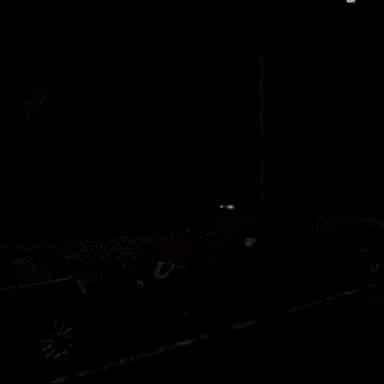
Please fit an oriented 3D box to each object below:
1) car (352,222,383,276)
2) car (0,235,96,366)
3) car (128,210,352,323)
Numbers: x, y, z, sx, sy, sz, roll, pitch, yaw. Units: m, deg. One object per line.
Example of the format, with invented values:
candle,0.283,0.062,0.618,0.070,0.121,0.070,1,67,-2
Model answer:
car,5.719,1.680,10.729,4.313,1.339,1.947,1,-1,-35
car,-3.458,1.435,4.185,4.097,1.590,1.967,1,-1,-35
car,1.132,1.370,7.459,5.009,1.841,2.192,1,-1,-35
